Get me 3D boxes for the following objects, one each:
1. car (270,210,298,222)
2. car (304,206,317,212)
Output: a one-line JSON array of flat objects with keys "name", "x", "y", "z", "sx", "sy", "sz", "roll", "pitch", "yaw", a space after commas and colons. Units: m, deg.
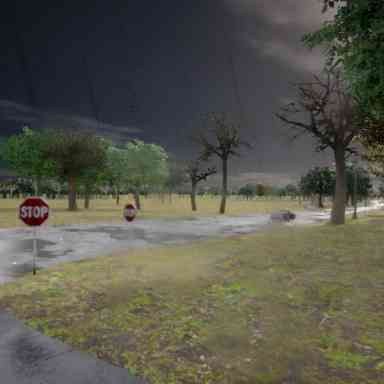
[{"name": "car", "x": 11.643, "y": 2.988, "z": 41.989, "sx": 2.033, "sy": 1.411, "sz": 5.357, "roll": 1, "pitch": -1, "yaw": 36}, {"name": "car", "x": 26.841, "y": 3.826, "z": 74.964, "sx": 1.812, "sy": 1.442, "sz": 4.674, "roll": 1, "pitch": -1, "yaw": 36}]
